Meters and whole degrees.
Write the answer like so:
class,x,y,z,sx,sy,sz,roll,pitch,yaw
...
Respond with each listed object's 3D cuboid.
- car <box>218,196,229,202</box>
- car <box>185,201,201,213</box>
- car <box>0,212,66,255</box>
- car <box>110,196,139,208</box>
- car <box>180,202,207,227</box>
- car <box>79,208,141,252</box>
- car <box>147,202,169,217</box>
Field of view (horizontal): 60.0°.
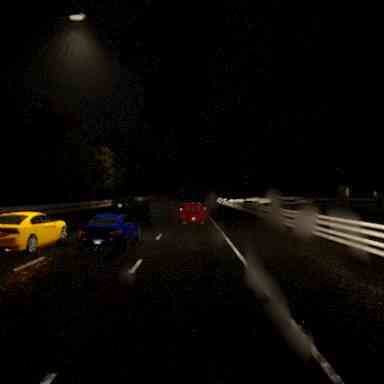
class,x,y,z,sx,sy,sz,roll,pitch,yaw
car,8.172,1.885,86.995,2.128,1.511,4.902,0,-1,-11
car,0.116,1.865,41.970,1.895,1.301,4.718,0,0,0
car,-6.897,1.572,13.857,1.882,1.535,5.008,0,0,0
car,-6.889,1.446,34.479,2.150,2.045,5.566,0,0,0
car,0.110,1.643,24.608,1.882,1.535,5.008,0,0,0
car,-3.395,1.623,14.284,1.812,1.442,4.674,0,0,0
car,-3.390,1.710,33.492,2.128,1.511,4.902,0,0,0
